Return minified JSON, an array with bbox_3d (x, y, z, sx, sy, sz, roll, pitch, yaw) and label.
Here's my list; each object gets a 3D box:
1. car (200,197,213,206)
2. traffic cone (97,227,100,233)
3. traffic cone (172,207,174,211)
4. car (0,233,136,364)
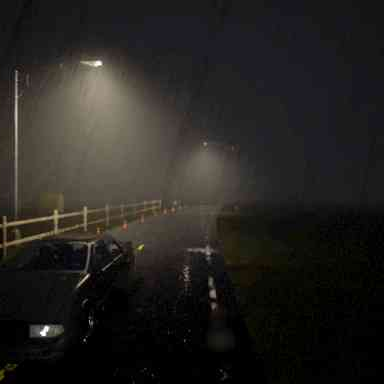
[{"bbox_3d":[2.660,1.607,59.346,1.837,1.490,4.892,0,0,5],"label":"car"},{"bbox_3d":[-4.479,1.976,15.861,0.340,0.580,0.340,0,0,3],"label":"traffic cone"},{"bbox_3d":[-2.329,2.019,40.958,0.340,0.580,0.340,0,0,7],"label":"traffic cone"},{"bbox_3d":[-2.382,1.556,6.489,2.033,1.411,5.357,0,0,1],"label":"car"}]
